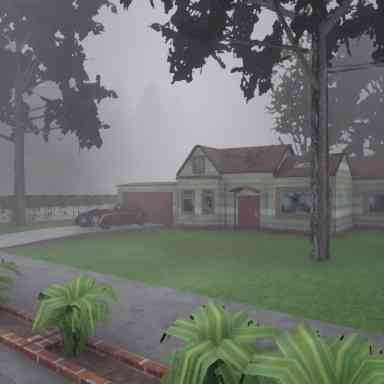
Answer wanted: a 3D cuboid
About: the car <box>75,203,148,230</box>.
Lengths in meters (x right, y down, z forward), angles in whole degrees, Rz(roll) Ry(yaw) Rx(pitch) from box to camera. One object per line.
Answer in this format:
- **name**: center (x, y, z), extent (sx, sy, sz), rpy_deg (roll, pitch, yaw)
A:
- **car**: center (-4.458, 1.300, 18.838), extent (1.994, 1.381, 4.181), rpy_deg (0, 0, 36)
